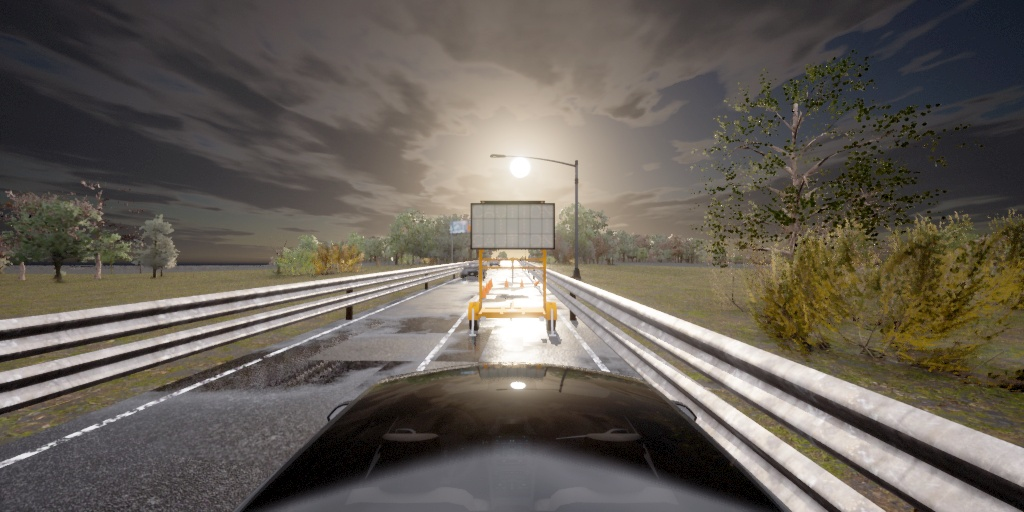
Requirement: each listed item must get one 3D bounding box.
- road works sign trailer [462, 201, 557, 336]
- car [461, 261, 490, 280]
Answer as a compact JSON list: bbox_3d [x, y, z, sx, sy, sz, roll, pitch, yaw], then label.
[{"bbox_3d":[0.021,0.218,10.353,2.380,3.560,2.880,0,0,0],"label":"road works sign trailer"},{"bbox_3d":[-3.311,1.325,31.731,1.994,1.385,4.181,0,0,0],"label":"car"}]
